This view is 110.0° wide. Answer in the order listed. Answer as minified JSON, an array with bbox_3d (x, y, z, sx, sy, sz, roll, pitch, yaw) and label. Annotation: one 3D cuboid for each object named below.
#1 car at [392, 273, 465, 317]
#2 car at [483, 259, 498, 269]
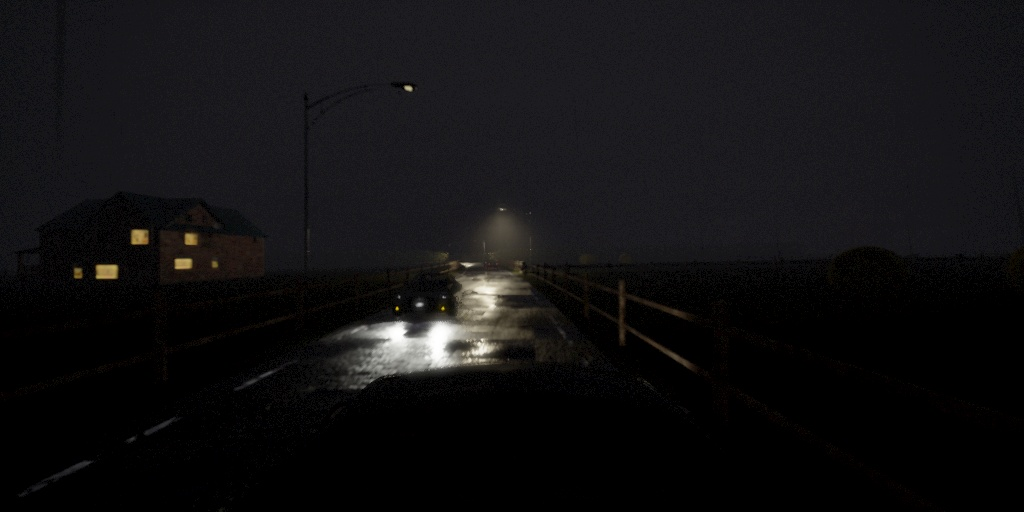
[{"bbox_3d":[-2.888,1.319,13.106,1.994,1.385,4.181,0,0,-1],"label":"car"},{"bbox_3d":[-3.380,1.386,60.775,2.033,1.411,5.357,0,0,-7],"label":"car"}]
